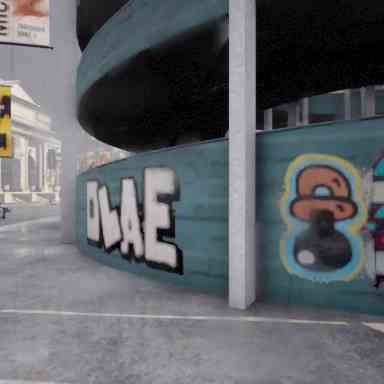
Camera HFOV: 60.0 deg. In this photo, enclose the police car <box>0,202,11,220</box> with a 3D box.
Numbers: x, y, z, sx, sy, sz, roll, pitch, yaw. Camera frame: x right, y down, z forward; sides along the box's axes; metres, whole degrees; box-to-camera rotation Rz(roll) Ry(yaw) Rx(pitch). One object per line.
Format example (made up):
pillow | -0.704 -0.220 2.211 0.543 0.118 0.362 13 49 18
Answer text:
police car | -15.875 1.427 25.612 1.930 1.638 5.238 0 0 -1
